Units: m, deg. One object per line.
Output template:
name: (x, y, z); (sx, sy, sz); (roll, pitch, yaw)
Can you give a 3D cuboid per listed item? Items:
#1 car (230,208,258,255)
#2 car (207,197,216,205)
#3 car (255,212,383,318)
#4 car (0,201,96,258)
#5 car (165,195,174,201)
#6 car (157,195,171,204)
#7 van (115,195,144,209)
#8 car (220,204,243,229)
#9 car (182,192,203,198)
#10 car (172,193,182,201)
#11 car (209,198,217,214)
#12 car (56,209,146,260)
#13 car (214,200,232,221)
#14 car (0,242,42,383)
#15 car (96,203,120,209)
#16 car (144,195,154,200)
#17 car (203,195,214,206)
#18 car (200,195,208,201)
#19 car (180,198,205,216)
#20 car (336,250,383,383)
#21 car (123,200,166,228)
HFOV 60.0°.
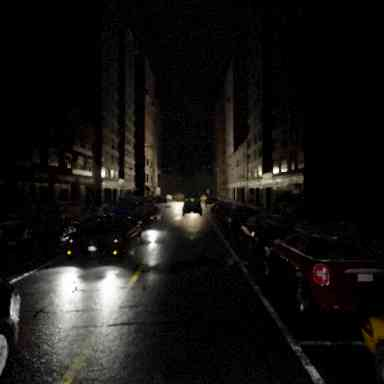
car: (2.863, 1.542, 12.952); (2.008, 1.369, 4.403); (0, 0, 0)
car: (2.875, 1.551, 35.056); (1.802, 1.307, 4.206); (0, 0, 0)
car: (2.860, 1.435, 7.425); (1.967, 1.590, 4.097); (0, 0, 0)
car: (-5.663, 1.307, 12.957); (2.192, 1.841, 5.009); (0, 0, 0)
car: (-5.626, 1.454, 84.792); (2.008, 1.369, 4.403); (0, 0, 0)
car: (-5.637, 1.371, 62.690); (1.967, 1.590, 4.097); (0, 0, 0)
van: (-5.654, 1.318, 29.534); (1.690, 1.788, 3.998); (0, 0, 0)
car: (2.866, 1.553, 18.478); (1.947, 1.339, 4.313); (0, 0, 0)
car: (0.069, 1.176, 45.420); (2.150, 2.045, 5.566); (0, 0, 0)
car: (-2.961, 1.151, 76.632); (2.097, 1.767, 4.553); (0, 0, 0)
car: (2.872, 1.527, 29.529); (2.008, 1.369, 4.403); (0, 0, 0)
car: (-3.080, 1.556, 12.253); (1.994, 1.385, 4.181); (0, 0, 0)
car: (2.869, 1.526, 24.004); (1.887, 1.381, 4.507); (0, 0, 0)
car: (-3.103, 1.504, 2.373); (1.837, 1.490, 4.892); (0, 0, -1)
car: (-5.660, 1.538, 18.483); (2.008, 1.369, 4.403); (0, 0, 0)
car: (-5.651, 1.285, 35.060); (2.192, 1.841, 5.009); (0, 0, 0)
car: (3.027, 1.423, 53.090); (1.882, 1.535, 5.008); (0, 0, 0)
car: (2.897, 1.434, 79.432); (1.752, 1.417, 4.829); (0, 0, 0)
car: (0.019, 1.575, 31.889); (1.895, 1.301, 4.718); (0, 0, 0)
car: (2.857, 1.524, 2.070); (1.752, 1.417, 4.829); (0, 0, 0)
car: (-3.039, 1.510, 22.185); (1.812, 1.442, 4.674); (0, 0, 1)
